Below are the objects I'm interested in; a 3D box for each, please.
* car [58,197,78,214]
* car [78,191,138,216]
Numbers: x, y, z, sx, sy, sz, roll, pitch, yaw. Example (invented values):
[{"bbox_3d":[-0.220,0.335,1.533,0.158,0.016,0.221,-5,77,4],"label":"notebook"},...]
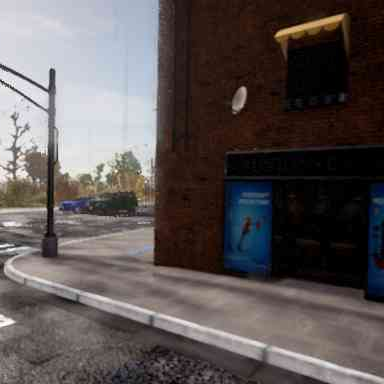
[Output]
[{"bbox_3d":[-10.218,1.129,31.403,1.882,1.535,5.008,2,1,27],"label":"car"},{"bbox_3d":[-7.185,0.956,30.182,2.150,2.045,5.566,2,1,27],"label":"car"}]
